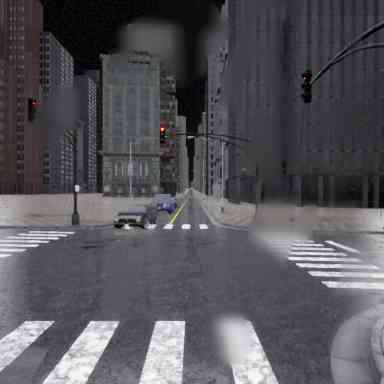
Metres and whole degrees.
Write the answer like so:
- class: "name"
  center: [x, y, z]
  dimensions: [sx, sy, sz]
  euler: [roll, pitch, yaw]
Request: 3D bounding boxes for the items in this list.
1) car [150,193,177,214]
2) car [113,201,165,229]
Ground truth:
- class: "car"
  center: [-3.119, 1.220, 35.173]
  dimensions: [2.150, 2.045, 5.566]
  euler: [0, 0, 0]
- class: "car"
  center: [-3.458, 1.547, 21.811]
  dimensions: [2.033, 1.411, 5.357]
  euler: [0, 0, 7]
